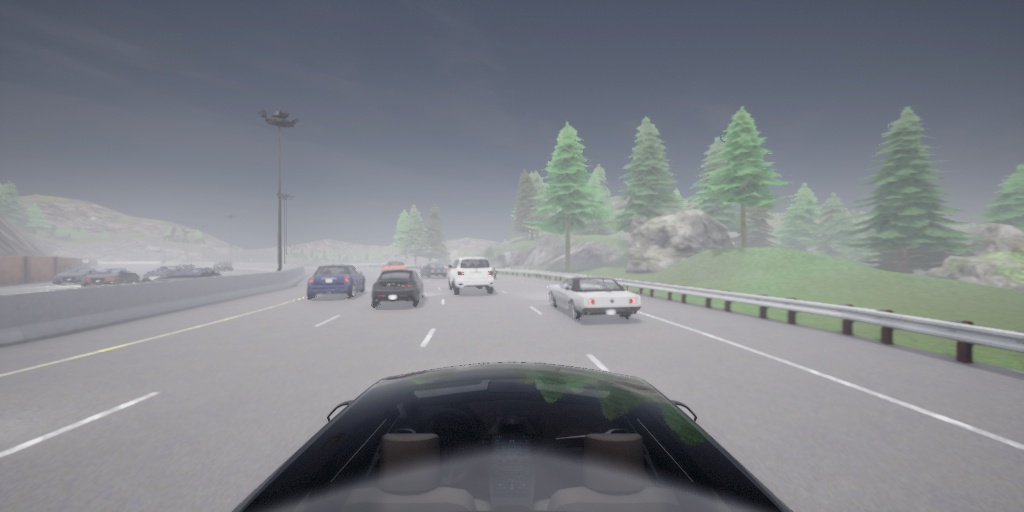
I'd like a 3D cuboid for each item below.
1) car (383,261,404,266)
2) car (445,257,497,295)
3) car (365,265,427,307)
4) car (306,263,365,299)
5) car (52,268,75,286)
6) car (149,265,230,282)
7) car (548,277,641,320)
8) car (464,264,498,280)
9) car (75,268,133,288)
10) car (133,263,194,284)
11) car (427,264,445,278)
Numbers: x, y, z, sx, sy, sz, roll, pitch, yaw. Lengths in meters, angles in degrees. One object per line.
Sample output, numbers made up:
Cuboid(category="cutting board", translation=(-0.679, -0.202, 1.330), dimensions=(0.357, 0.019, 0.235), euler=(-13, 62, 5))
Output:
Cuboid(category="car", translation=(-12.533, 1.337, 38.233), dimensions=(2.097, 1.767, 4.553), euler=(0, 0, -26))
Cuboid(category="car", translation=(-2.497, 1.069, 21.169), dimensions=(2.150, 2.045, 5.566), euler=(0, 0, -14))
Cuboid(category="car", translation=(-5.025, 1.348, 16.173), dimensions=(1.837, 1.490, 4.892), euler=(0, 0, -10))
Cuboid(category="car", translation=(-9.300, 1.239, 19.324), dimensions=(2.097, 1.767, 4.553), euler=(0, 0, -13))
Cuboid(category="car", translation=(-36.026, 1.683, 30.043), dimensions=(1.994, 1.385, 4.181), euler=(0, 0, -31))
Cuboid(category="car", translation=(-21.909, 1.545, 24.719), dimensions=(2.033, 1.411, 5.357), euler=(0, 0, -20))
Cuboid(category="car", translation=(2.638, 1.376, 12.732), dimensions=(1.895, 1.301, 4.718), euler=(0, 0, -7))
Cuboid(category="car", translation=(-3.046, 1.503, 34.300), dimensions=(1.895, 1.301, 4.718), euler=(0, 0, -22))
Cuboid(category="car", translation=(-30.854, 1.637, 27.714), dimensions=(1.994, 1.385, 4.181), euler=(0, 0, -27))
Cuboid(category="car", translation=(-27.456, 1.544, 28.699), dimensions=(2.128, 1.511, 4.902), euler=(0, 0, -26))
Cuboid(category="car", translation=(-8.224, 1.499, 37.408), dimensions=(2.033, 1.411, 5.357), euler=(0, 0, -25))
